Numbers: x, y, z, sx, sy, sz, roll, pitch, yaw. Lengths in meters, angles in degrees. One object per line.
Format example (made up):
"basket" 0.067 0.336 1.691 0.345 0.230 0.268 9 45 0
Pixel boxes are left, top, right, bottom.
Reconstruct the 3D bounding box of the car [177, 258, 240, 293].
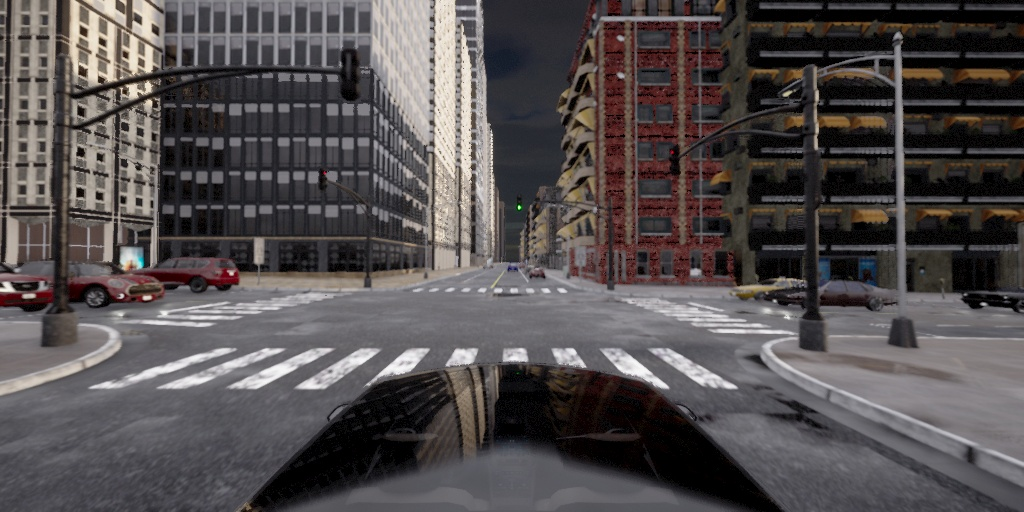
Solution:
"car" -17.702 1.006 19.510 5.009 1.841 2.192 0 0 0

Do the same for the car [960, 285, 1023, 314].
"car" 24.871 2.040 17.269 4.718 1.301 1.895 1 -1 -1

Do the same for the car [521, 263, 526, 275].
"car" 2.714 1.973 52.390 2.007 1.370 4.403 0 0 0

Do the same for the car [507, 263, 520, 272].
"car" 0.129 2.042 62.832 1.882 1.535 5.008 0 -1 0

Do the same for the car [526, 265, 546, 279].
"car" 2.759 1.830 39.474 1.802 1.307 4.207 0 0 0

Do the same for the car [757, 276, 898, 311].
"car" 15.241 1.810 17.192 5.357 1.411 2.033 1 -1 0

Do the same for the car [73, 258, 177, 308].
"car" -16.283 0.981 13.778 4.553 1.767 2.097 1 -1 -2

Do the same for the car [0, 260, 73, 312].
"car" -17.571 0.879 11.131 5.009 1.841 2.192 0 0 0

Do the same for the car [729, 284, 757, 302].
"car" 14.639 1.820 19.769 4.829 1.417 1.751 0 0 0
